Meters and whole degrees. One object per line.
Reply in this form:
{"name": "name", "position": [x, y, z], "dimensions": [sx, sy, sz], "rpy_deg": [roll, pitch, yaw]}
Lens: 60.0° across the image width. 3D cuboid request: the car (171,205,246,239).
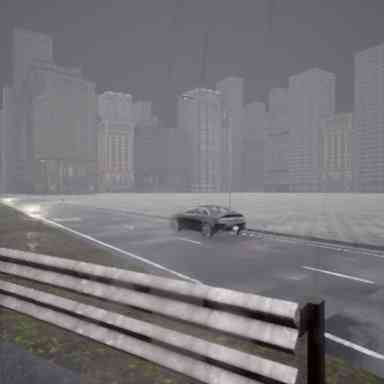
{"name": "car", "position": [0.662, 1.421, 17.126], "dimensions": [2.128, 1.511, 4.902], "rpy_deg": [0, 0, -33]}
